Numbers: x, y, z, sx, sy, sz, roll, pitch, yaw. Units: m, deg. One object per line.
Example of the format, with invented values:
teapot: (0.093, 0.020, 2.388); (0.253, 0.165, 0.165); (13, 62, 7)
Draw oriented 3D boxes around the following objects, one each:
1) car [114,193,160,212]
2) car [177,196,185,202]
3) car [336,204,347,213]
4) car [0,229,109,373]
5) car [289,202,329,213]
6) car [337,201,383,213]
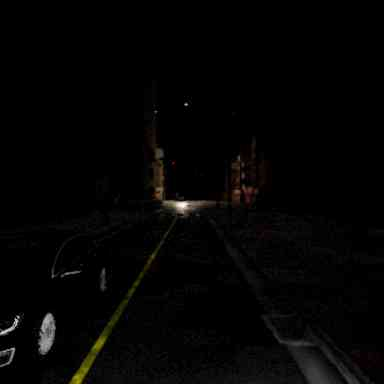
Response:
car: (-6.635, 1.194, 40.280); (5.566, 2.045, 2.150); (1, 0, 0)
car: (-2.769, 1.770, 86.283); (1.812, 1.442, 4.674); (0, -1, 0)
car: (19.003, 1.768, 37.742); (4.829, 1.417, 1.752); (0, -1, 0)
car: (-2.851, 1.516, 5.951); (1.837, 1.490, 4.892); (0, 0, 0)
car: (13.211, 1.763, 37.727); (4.313, 1.339, 1.947); (0, -1, 0)
car: (20.398, 1.795, 40.377); (4.718, 1.301, 1.895); (0, 0, 0)
